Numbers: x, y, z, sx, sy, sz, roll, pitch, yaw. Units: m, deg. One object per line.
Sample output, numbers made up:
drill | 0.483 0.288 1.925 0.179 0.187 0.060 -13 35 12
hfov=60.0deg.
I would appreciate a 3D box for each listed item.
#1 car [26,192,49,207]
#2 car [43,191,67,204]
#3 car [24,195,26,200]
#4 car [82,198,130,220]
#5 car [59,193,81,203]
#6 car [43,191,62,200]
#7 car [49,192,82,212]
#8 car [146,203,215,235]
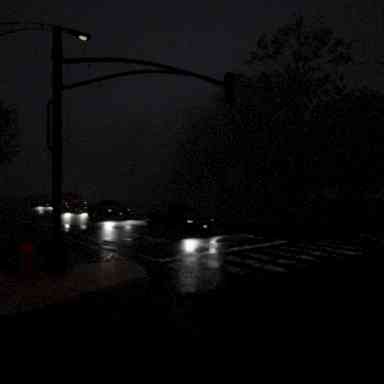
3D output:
car | -18.193 0.999 40.359 2.033 1.411 5.357 0 1 -37
car | -19.750 0.716 47.933 2.097 1.767 4.553 0 1 -38
car | -28.612 0.737 59.390 1.994 1.385 4.181 0 1 -38
car | -6.357 1.225 24.982 1.812 1.442 4.674 0 1 -38
car | -19.324 0.922 52.696 1.895 1.301 4.718 0 1 -38
car | -25.473 0.680 60.643 2.128 1.511 4.902 0 1 -38
car | -11.828 0.938 32.049 2.097 1.767 4.553 0 1 -38
car | -0.785 1.340 17.777 1.812 1.442 4.674 0 1 -38
